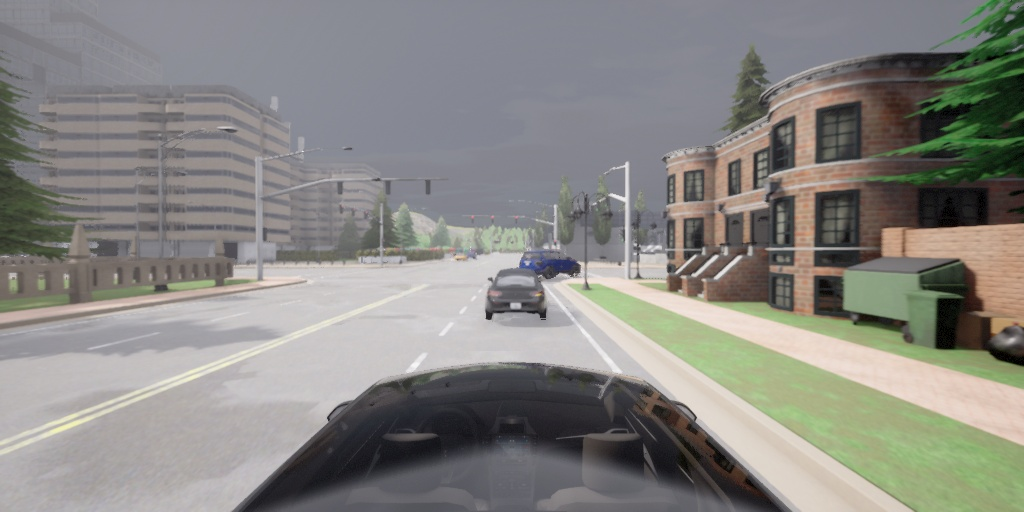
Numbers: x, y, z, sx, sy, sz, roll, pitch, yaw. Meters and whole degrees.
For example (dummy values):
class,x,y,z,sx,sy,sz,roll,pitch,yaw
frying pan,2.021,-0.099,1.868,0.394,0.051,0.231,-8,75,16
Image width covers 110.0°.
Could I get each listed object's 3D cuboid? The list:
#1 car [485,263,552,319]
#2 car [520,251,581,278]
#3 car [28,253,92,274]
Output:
class,x,y,z,sx,sy,sz,roll,pitch,yaw
car,0.139,1.136,11.958,1.812,1.442,4.674,0,1,1
car,2.931,0.632,26.977,2.150,2.045,5.566,-1,0,43
car,-40.729,0.528,32.655,5.566,2.045,2.150,0,1,1
